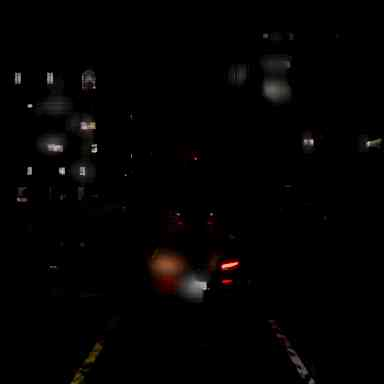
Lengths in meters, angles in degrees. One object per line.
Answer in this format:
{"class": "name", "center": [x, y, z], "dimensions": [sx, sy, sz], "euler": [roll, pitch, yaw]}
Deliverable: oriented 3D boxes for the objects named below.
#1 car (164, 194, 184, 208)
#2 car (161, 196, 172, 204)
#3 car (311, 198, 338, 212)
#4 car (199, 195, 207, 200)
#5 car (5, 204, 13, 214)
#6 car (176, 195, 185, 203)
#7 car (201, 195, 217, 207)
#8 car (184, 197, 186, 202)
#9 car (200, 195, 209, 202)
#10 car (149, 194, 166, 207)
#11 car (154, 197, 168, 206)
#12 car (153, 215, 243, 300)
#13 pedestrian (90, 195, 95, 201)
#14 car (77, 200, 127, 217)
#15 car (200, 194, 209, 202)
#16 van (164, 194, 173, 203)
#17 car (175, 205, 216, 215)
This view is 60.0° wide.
{"class": "car", "center": [-2.635, 1.492, 49.206], "dimensions": [1.837, 1.490, 4.892], "euler": [0, 0, 2]}
{"class": "car", "center": [-5.086, 1.520, 66.011], "dimensions": [1.887, 1.381, 4.507], "euler": [0, 0, 0]}
{"class": "car", "center": [15.222, 1.339, 34.417], "dimensions": [5.357, 1.411, 2.033], "euler": [-1, 0, 1]}
{"class": "car", "center": [2.871, 1.508, 88.193], "dimensions": [2.008, 1.369, 4.403], "euler": [0, 0, 0]}
{"class": "car", "center": [-22.334, 1.843, 37.295], "dimensions": [4.206, 1.307, 1.802], "euler": [-1, 1, 1]}
{"class": "car", "center": [-2.501, 1.495, 72.538], "dimensions": [1.812, 1.442, 4.674], "euler": [0, 0, 0]}
{"class": "car", "center": [2.736, 1.553, 49.328], "dimensions": [1.947, 1.339, 4.313], "euler": [0, 0, 0]}
{"class": "car", "center": [-2.621, 1.333, 59.430], "dimensions": [2.097, 1.767, 4.553], "euler": [0, 0, 1]}
{"class": "car", "center": [2.833, 1.407, 77.088], "dimensions": [1.967, 1.590, 4.097], "euler": [0, 0, 0]}
{"class": "car", "center": [-5.143, 1.302, 49.355], "dimensions": [2.192, 1.841, 5.009], "euler": [0, 0, 0]}
{"class": "car", "center": [-5.124, 1.528, 54.907], "dimensions": [1.887, 1.381, 4.507], "euler": [0, 0, 0]}
{"class": "car", "center": [0.130, 1.525, 8.294], "dimensions": [1.812, 1.442, 4.674], "euler": [0, 0, 0]}
{"class": "pedestrian", "center": [-12.013, 1.280, 40.130], "dimensions": [0.375, 1.860, 0.375], "euler": [0, 1, 1]}
{"class": "car", "center": [-8.879, 1.565, 32.406], "dimensions": [5.008, 1.535, 1.882], "euler": [-1, 0, -10]}
{"class": "car", "center": [2.775, 1.562, 60.432], "dimensions": [1.802, 1.307, 4.206], "euler": [0, 0, 0]}
{"class": "van", "center": [-5.066, 1.312, 71.563], "dimensions": [1.690, 1.788, 3.998], "euler": [0, 0, 0]}
{"class": "car", "center": [0.152, 1.562, 17.054], "dimensions": [1.994, 1.385, 4.181], "euler": [0, 0, 0]}
